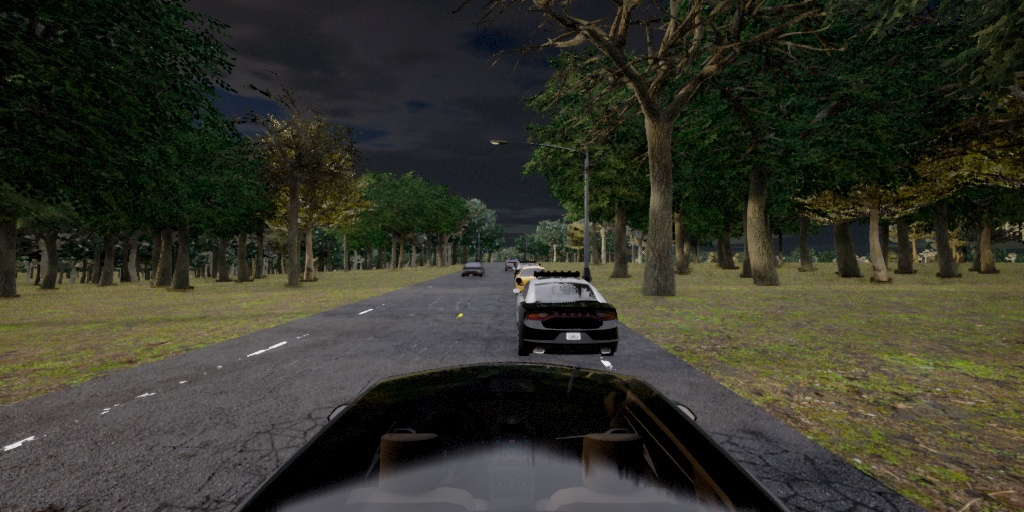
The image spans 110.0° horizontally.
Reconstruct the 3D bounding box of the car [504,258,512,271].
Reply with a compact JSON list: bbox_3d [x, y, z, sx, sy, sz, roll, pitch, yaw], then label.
[{"bbox_3d":[0.085,1.130,45.961,2.128,1.511,4.902,0,0,1],"label":"car"}]

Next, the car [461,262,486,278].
[{"bbox_3d":[-3.453,1.244,32.920,2.033,1.411,5.357,0,0,0],"label":"car"}]

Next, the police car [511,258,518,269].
[{"bbox_3d":[1.085,1.148,24.753,1.930,1.638,5.238,0,0,0],"label":"police car"}]

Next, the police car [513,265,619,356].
[{"bbox_3d":[1.062,1.174,8.749,1.930,1.638,5.238,0,0,0],"label":"police car"}]

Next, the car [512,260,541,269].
[{"bbox_3d":[1.076,1.192,18.833,1.801,1.575,5.366,0,0,0],"label":"car"}]
